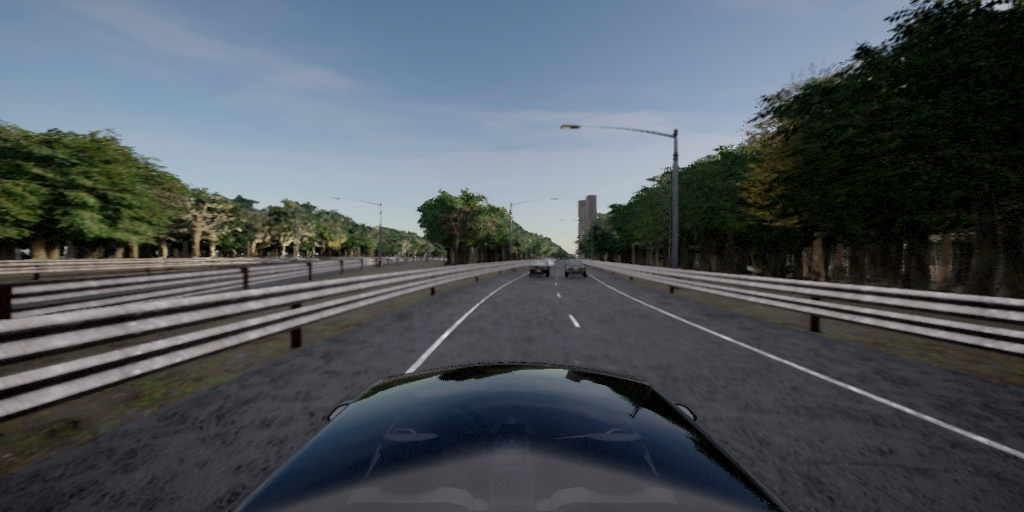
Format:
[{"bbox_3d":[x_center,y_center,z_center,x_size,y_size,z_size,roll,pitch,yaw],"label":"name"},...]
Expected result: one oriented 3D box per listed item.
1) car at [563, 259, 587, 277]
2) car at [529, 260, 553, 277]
[{"bbox_3d":[6.364,1.166,36.234,2.097,1.767,4.553,0,0,8],"label":"car"},{"bbox_3d":[2.893,1.265,36.638,1.882,1.535,5.008,0,0,8],"label":"car"}]
